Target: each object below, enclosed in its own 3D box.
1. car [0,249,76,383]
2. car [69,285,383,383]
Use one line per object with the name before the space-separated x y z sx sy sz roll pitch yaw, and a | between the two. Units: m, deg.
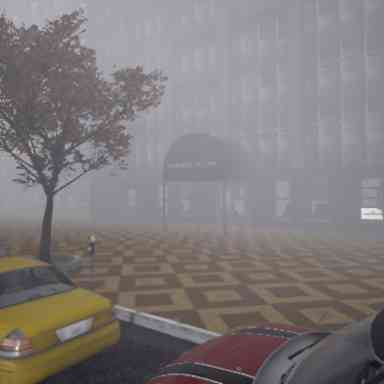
car | -3.228 1.576 5.181 4.829 1.417 1.752 -1 -1 35
car | 1.419 1.438 1.867 4.097 1.590 1.967 -1 -1 35
